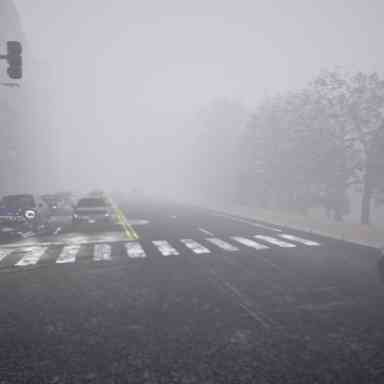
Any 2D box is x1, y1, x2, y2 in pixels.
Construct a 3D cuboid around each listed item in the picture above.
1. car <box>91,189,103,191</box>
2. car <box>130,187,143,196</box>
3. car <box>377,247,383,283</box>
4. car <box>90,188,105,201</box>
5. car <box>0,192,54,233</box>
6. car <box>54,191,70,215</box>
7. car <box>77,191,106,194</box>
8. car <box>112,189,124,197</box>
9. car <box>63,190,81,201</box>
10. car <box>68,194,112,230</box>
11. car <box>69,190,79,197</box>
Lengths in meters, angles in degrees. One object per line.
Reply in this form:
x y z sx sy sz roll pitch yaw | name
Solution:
-10.270 0.535 35.652 1.882 1.535 5.008 -1 2 -15 | car
-9.749 -0.086 58.583 1.882 1.535 5.008 -1 2 -15 | car
5.117 1.270 4.923 2.128 1.511 4.902 -1 2 -15 | car
-12.860 0.323 45.261 1.837 1.490 4.892 -1 2 -15 | car
-8.242 0.928 15.976 2.097 1.767 4.553 -1 2 -15 | car
-10.740 0.895 25.071 2.033 1.411 5.357 -1 2 -15 | car
-7.632 0.860 26.056 1.994 1.385 4.181 -1 2 -15 | car
-12.861 0.086 57.657 1.895 1.301 4.718 -1 2 -15 | car
-16.310 0.440 45.503 1.895 1.301 4.718 -1 2 -15 | car
-5.308 1.034 17.621 1.812 1.442 4.674 -1 2 -17 | car
-13.458 0.648 34.997 2.033 1.411 5.357 -1 2 -15 | car
